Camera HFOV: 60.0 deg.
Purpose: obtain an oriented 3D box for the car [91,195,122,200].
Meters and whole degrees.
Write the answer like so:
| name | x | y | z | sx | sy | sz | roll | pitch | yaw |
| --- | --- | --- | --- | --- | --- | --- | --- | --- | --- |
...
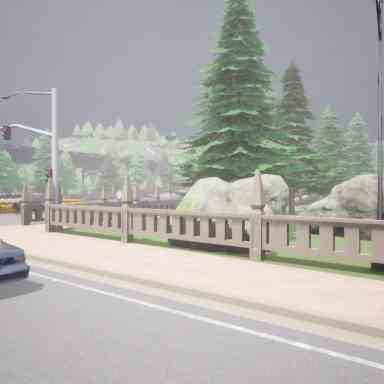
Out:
| name | x | y | z | sx | sy | sz | roll | pitch | yaw |
| --- | --- | --- | --- | --- | --- | --- | --- | --- | --- |
| car | -12.979 | 1.334 | 52.247 | 2.097 | 1.767 | 4.553 | 0 | 1 | 36 |

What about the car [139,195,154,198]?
| name | x | y | z | sx | sy | sz | roll | pitch | yaw |
| --- | --- | --- | --- | --- | --- | --- | --- | --- | --- |
| car | -8.601 | 1.290 | 58.345 | 2.128 | 1.511 | 4.902 | 0 | 2 | 36 |

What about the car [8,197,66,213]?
| name | x | y | z | sx | sy | sz | roll | pitch | yaw |
| --- | --- | --- | --- | --- | --- | --- | --- | --- | --- |
| car | -16.323 | 1.506 | 35.264 | 1.837 | 1.490 | 4.892 | 0 | 0 | 36 |

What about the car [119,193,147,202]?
| name | x | y | z | sx | sy | sz | roll | pitch | yaw |
| --- | --- | --- | --- | --- | --- | --- | --- | --- | --- |
| car | -11.651 | 1.131 | 66.058 | 2.033 | 1.411 | 5.357 | 0 | 3 | 36 |

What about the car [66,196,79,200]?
| name | x | y | z | sx | sy | sz | roll | pitch | yaw |
| --- | --- | --- | --- | --- | --- | --- | --- | --- | --- |
| car | -18.327 | 1.477 | 44.801 | 1.882 | 1.535 | 5.008 | 0 | 0 | 36 |

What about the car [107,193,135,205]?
| name | x | y | z | sx | sy | sz | roll | pitch | yaw |
| --- | --- | --- | --- | --- | --- | --- | --- | --- | --- |
| car | -12.560 | 1.217 | 58.839 | 2.097 | 1.767 | 4.553 | 0 | 2 | 36 |

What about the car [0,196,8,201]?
| name | x | y | z | sx | sy | sz | roll | pitch | yaw |
| --- | --- | --- | --- | --- | --- | --- | --- | --- | --- |
| car | -23.884 | 1.491 | 37.092 | 2.128 | 1.511 | 4.902 | 0 | 0 | 36 |

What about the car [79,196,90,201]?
| name | x | y | z | sx | sy | sz | roll | pitch | yaw |
| --- | --- | --- | --- | --- | --- | --- | --- | --- | --- |
| car | -18.465 | 1.352 | 50.602 | 2.097 | 1.767 | 4.553 | 0 | 0 | 35 |

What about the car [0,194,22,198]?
| name | x | y | z | sx | sy | sz | roll | pitch | yaw |
| --- | --- | --- | --- | --- | --- | --- | --- | --- | --- |
| car | -24.134 | 1.221 | 42.727 | 2.150 | 2.045 | 5.566 | 0 | 0 | 36 |

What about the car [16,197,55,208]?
| name | x | y | z | sx | sy | sz | roll | pitch | yaw |
| --- | --- | --- | --- | --- | --- | --- | --- | --- | --- |
| car | -23.355 | 1.505 | 49.795 | 1.837 | 1.490 | 4.892 | 0 | 0 | 36 |

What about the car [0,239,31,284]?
| name | x | y | z | sx | sy | sz | roll | pitch | yaw |
| --- | --- | --- | --- | --- | --- | --- | --- | --- | --- |
| car | -6.223 | 1.548 | 8.405 | 5.357 | 1.411 | 2.033 | 0 | 0 | 36 |
